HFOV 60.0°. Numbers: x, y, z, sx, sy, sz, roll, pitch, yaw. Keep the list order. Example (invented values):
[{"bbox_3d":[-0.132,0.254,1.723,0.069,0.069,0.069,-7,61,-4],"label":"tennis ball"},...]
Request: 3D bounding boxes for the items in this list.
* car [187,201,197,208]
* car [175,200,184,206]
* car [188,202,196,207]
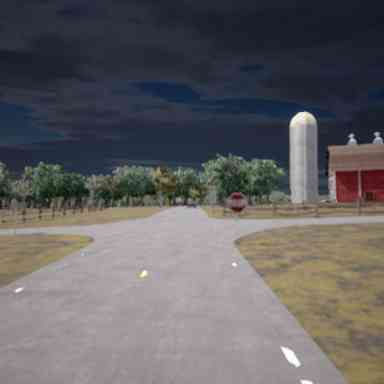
[{"bbox_3d":[0.010,2.730,71.018,1.837,1.490,4.892,0,-1,0],"label":"car"},{"bbox_3d":[-2.739,2.510,75.635,2.033,1.411,5.357,0,-1,0],"label":"car"},{"bbox_3d":[0.013,3.035,81.445,1.994,1.385,4.181,0,-2,0],"label":"car"}]
